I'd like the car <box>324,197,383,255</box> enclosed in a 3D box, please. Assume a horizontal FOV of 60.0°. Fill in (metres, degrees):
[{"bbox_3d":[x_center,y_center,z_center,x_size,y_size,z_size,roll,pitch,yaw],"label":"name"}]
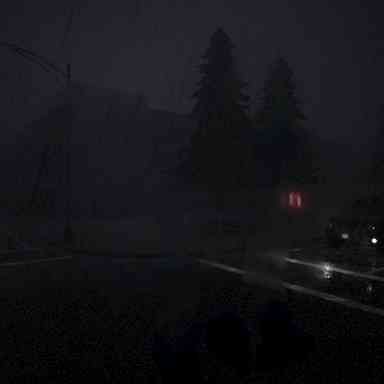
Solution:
[{"bbox_3d":[7.779,1.248,13.701,5.566,2.045,2.150,0,0,-36],"label":"car"}]
